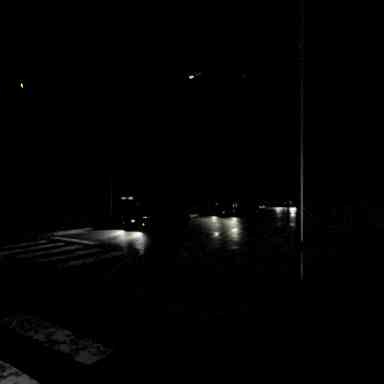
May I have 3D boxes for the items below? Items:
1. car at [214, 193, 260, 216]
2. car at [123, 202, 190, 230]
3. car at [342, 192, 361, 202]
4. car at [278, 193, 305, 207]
[{"bbox_3d":[3.649,0.913,26.584,2.097,1.767,4.553,0,1,36],"label":"car"},{"bbox_3d":[-1.905,1.285,18.825,1.994,1.385,4.181,0,1,35],"label":"car"},{"bbox_3d":[23.114,0.678,48.262,1.994,1.385,4.181,0,1,36],"label":"car"},{"bbox_3d":[11.154,0.854,37.037,1.837,1.490,4.892,0,2,35],"label":"car"}]
